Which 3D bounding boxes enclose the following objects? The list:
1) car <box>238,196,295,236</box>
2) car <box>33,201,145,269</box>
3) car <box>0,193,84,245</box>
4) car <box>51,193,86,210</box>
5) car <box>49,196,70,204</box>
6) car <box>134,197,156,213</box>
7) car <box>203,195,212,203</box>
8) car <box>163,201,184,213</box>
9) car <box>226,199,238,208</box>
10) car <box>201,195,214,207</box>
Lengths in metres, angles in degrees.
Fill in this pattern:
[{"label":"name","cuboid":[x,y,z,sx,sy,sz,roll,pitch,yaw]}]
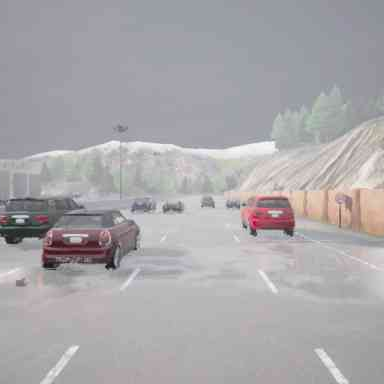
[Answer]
[{"label":"car","cuboid":[4.100,1.215,18.580,2.150,2.045,5.566,0,0,2]},{"label":"car","cuboid":[-3.141,1.348,11.275,2.097,1.767,4.553,0,0,2]},{"label":"car","cuboid":[-6.584,1.216,15.663,2.150,2.045,5.566,0,0,2]},{"label":"car","cuboid":[-15.757,1.207,42.824,2.150,2.045,5.566,0,0,3]},{"label":"car","cuboid":[-25.160,1.467,63.220,1.837,1.490,4.892,0,0,2]},{"label":"car","cuboid":[-5.371,1.338,37.553,2.097,1.767,4.553,0,0,4]},{"label":"car","cuboid":[3.166,1.451,68.701,1.882,1.535,5.008,0,0,2]},{"label":"car","cuboid":[-1.951,1.587,36.521,1.895,1.301,4.718,0,0,4]},{"label":"car","cuboid":[5.663,1.583,46.092,1.895,1.301,4.718,0,0,3]},{"label":"car","cuboid":[2.337,1.471,49.113,2.128,1.511,4.902,0,0,3]}]
